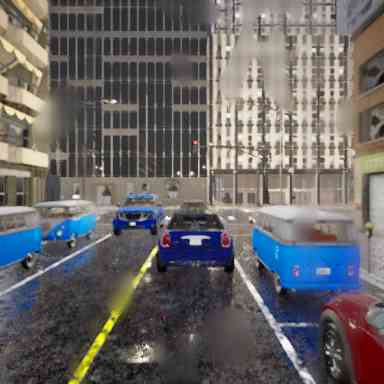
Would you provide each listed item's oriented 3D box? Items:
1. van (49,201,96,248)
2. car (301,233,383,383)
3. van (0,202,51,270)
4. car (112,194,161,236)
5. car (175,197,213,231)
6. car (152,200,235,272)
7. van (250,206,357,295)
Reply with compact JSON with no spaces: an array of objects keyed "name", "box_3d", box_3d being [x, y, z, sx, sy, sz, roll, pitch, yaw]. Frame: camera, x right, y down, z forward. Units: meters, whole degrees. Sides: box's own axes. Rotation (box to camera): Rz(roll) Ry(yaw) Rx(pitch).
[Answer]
[{"name":"van","box_3d":[-5.318,1.275,14.021,1.690,1.788,3.998,0,0,0]},{"name":"car","box_3d":[2.569,1.426,2.652,1.967,1.590,4.097,0,0,0]},{"name":"van","box_3d":[-5.315,1.300,8.331,1.690,1.788,3.998,0,0,0]},{"name":"car","box_3d":[-2.769,1.139,18.343,2.150,2.045,5.566,0,0,0]},{"name":"car","box_3d":[0.113,1.255,20.745,2.097,1.767,4.553,0,0,0]},{"name":"car","box_3d":[0.095,1.301,10.718,2.097,1.767,4.553,0,0,0]},{"name":"van","box_3d":[2.566,1.300,8.342,1.690,1.788,3.998,0,0,0]}]
